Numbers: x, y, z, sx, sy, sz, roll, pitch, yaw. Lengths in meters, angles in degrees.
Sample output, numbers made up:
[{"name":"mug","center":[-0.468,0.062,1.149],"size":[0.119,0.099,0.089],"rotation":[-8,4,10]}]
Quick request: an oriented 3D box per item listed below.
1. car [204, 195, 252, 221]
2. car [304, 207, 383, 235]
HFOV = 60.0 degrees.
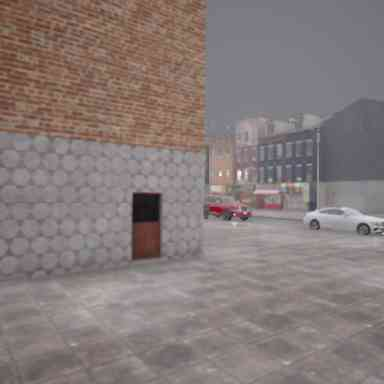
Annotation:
[{"name":"car","center":[2.493,1.272,27.784],"size":[2.150,2.045,5.566],"rotation":[1,-1,-36]},{"name":"car","center":[8.724,1.590,19.153],"size":[1.812,1.442,4.674],"rotation":[1,-1,-37]}]
